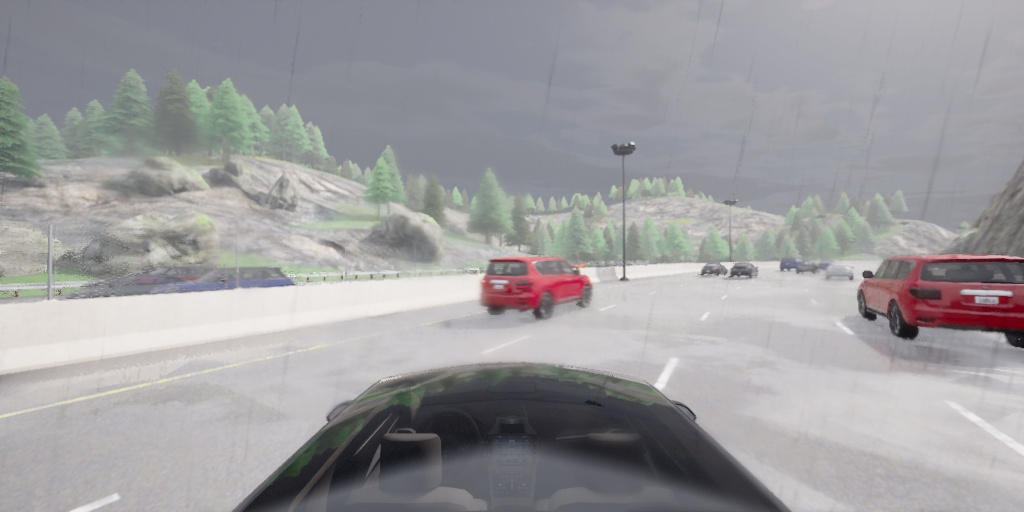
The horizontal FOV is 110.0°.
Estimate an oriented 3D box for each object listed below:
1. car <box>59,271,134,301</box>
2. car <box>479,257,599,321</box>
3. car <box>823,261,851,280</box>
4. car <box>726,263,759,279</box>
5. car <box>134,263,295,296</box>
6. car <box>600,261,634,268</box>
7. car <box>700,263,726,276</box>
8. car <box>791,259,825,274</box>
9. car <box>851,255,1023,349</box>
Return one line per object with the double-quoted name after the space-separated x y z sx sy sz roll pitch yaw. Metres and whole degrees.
-14.879 1.439 14.398 1.994 1.385 4.181 0 0 31 "car"
1.095 1.054 13.282 2.150 2.045 5.566 -1 -1 34 "car"
30.716 1.442 33.613 1.812 1.442 4.674 -1 -1 43 "car"
23.479 1.453 36.181 1.837 1.490 4.892 -1 -1 43 "car"
-11.054 1.215 13.941 2.097 1.767 4.553 0 0 32 "car"
14.128 1.306 46.884 2.033 1.411 5.357 -1 -1 43 "car"
23.002 1.510 40.761 1.812 1.442 4.674 -1 -1 44 "car"
36.555 1.470 44.245 4.902 1.511 2.128 1 -1 -43 "car"
11.222 1.004 9.557 2.150 2.045 5.566 -1 -1 34 "car"
